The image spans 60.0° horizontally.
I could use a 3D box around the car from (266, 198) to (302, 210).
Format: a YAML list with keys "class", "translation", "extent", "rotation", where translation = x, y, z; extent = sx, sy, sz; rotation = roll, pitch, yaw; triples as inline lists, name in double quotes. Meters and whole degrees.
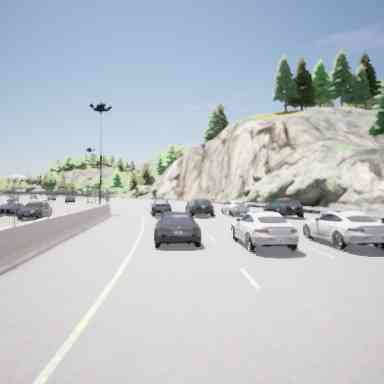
- class: "car"
  translation: [8.061, 1.347, 29.614]
  extent: [2.097, 1.767, 4.553]
  rotation: [0, 0, -9]

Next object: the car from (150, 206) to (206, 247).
- class: "car"
  translation: [-0.711, 1.571, 15.153]
  extent: [1.994, 1.385, 4.181]
  rotation: [0, 0, -5]

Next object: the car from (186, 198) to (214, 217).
- class: "car"
  translation: [0.654, 1.363, 31.492]
  extent: [2.097, 1.767, 4.553]
  rotation: [0, 0, -10]

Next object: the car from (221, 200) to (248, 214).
- class: "car"
  translation: [4.131, 1.530, 31.960]
  extent: [1.812, 1.442, 4.674]
  rotation: [0, 0, -10]

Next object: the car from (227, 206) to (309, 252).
- class: "car"
  translation: [2.915, 1.525, 13.901]
  extent: [1.812, 1.442, 4.674]
  rotation: [0, 0, -5]

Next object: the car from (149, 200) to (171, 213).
- class: "car"
  translation: [-3.099, 1.510, 32.648]
  extent: [2.128, 1.511, 4.902]
  rotation: [0, 0, -10]

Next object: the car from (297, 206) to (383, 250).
- class: "car"
  translation: [6.404, 1.518, 14.159]
  extent: [1.812, 1.442, 4.674]
  rotation: [0, 0, -5]
